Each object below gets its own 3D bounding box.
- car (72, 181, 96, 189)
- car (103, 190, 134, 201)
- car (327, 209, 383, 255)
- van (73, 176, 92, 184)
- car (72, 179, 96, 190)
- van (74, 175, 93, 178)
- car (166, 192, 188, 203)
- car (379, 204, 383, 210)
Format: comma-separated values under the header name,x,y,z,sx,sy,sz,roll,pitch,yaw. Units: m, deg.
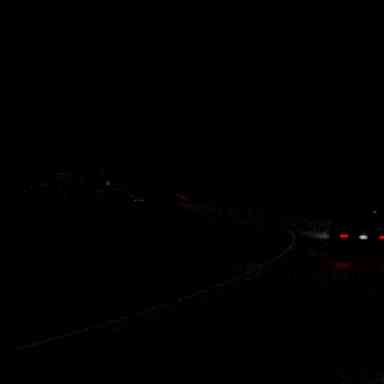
name,x,y,z,sx,sy,sz,roll,pitch,yaw
car,-24.057,-1.585,74.117,4.674,1.452,2.002,-2,6,-39
car,-9.957,0.473,45.283,4.181,1.385,1.994,2,0,19
car,6.581,1.565,13.444,2.033,1.411,5.357,0,0,20
van,-29.126,-3.195,88.342,4.442,1.987,1.878,-2,6,-39
car,-23.069,-1.354,71.248,4.892,1.521,2.231,-2,6,-39
van,-25.955,-2.392,79.901,4.442,1.987,1.878,-2,6,-39
car,-2.765,0.706,45.766,4.674,1.442,1.812,3,1,32
car,10.456,1.357,16.881,2.097,1.767,4.553,-1,0,10
